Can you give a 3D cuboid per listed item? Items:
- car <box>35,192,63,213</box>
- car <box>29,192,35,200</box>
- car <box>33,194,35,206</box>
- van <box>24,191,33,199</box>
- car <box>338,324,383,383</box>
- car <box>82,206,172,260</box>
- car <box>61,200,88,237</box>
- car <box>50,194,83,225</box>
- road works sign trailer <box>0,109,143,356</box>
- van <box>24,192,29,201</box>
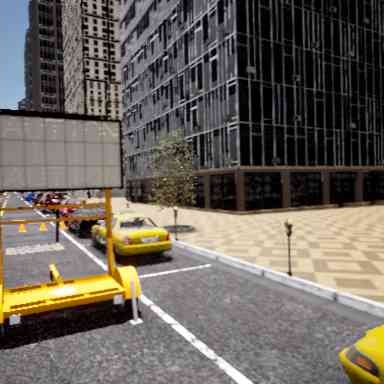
[{"bbox_3d":[-13.067,0.942,31.230,2.192,1.841,5.009,-2,1,-29],"label":"car"},{"bbox_3d":[-18.482,0.876,41.177,2.192,1.841,5.009,-2,1,-29],"label":"car"},{"bbox_3d":[-15.769,1.144,36.209,2.008,1.369,4.403,-2,1,-29],"label":"car"},{"bbox_3d":[-37.432,0.723,75.998,1.690,1.788,3.998,-2,1,-29],"label":"van"},{"bbox_3d":[3.101,1.392,1.540,1.752,1.417,4.829,-2,1,-29],"label":"car"},{"bbox_3d":[-2.313,1.306,11.487,1.752,1.417,4.829,-2,1,-29],"label":"car"},{"bbox_3d":[-4.939,1.308,16.313,1.947,1.339,4.313,-2,1,-29],"label":"car"},{"bbox_3d":[-7.649,1.143,21.284,1.967,1.590,4.097,-2,1,-29],"label":"car"},{"bbox_3d":[-2.486,0.374,6.105,2.380,3.560,2.880,-2,2,-28],"label":"road works sign trailer"},{"bbox_3d":[-29.310,0.793,61.076,1.690,1.788,3.998,-2,1,-29],"label":"van"}]
